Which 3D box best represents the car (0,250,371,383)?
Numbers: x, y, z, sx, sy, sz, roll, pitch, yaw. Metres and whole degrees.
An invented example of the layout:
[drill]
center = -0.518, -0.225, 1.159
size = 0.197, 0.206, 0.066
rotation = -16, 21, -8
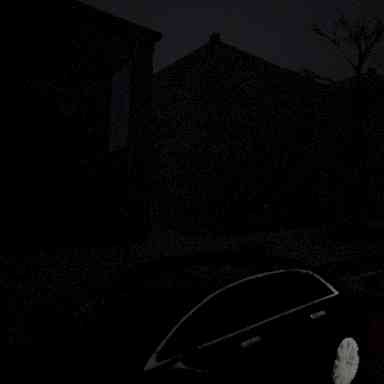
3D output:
[car]
center = 0.051, 1.496, 3.598
size = 4.892, 1.490, 1.837
rotation = 0, 0, -35
